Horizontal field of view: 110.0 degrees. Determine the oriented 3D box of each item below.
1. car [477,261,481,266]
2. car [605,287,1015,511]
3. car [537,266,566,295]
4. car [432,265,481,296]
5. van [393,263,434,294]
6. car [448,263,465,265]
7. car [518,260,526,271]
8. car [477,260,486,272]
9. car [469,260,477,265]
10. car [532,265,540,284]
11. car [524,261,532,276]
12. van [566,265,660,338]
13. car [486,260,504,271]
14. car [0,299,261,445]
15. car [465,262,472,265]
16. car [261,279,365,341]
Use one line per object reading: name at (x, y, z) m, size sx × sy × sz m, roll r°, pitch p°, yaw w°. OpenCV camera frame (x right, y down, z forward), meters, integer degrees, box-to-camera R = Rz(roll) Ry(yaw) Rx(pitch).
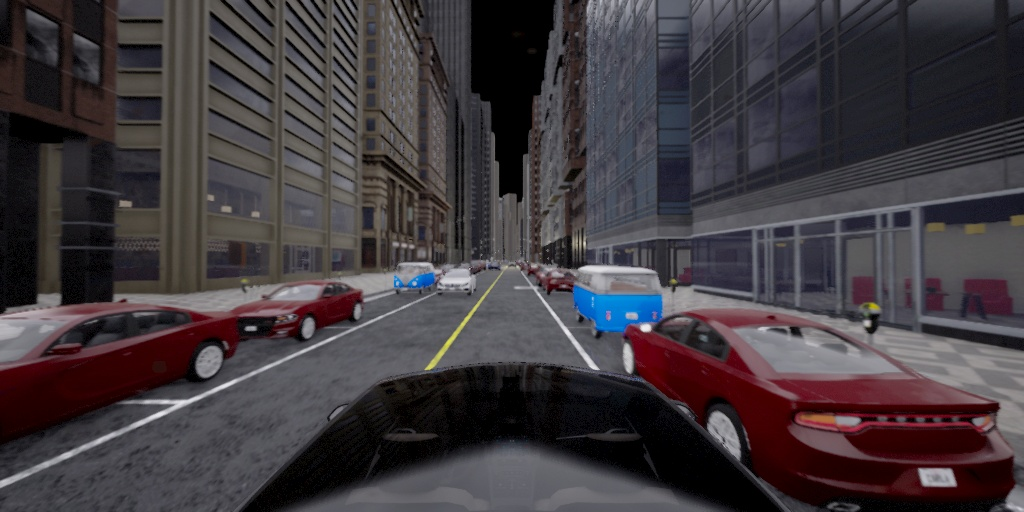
car at (-5.740, 1.779, 49.363) m, size 1.948 × 1.339 × 4.313 m, roll 0°, pitch 0°, yaw 0°
car at (2.765, 1.322, 4.555) m, size 1.888 × 1.381 × 4.507 m, roll 0°, pitch 0°, yaw 0°
car at (2.772, 1.485, 21.362) m, size 1.888 × 1.381 × 4.507 m, roll 0°, pitch 0°, yaw 0°
car at (-3.090, 1.462, 20.909) m, size 1.812 × 1.442 × 4.674 m, roll 0°, pitch -1°, yaw 0°
van at (-5.753, 1.282, 21.356) m, size 1.690 × 1.789 × 3.998 m, roll 0°, pitch 0°, yaw 0°
car at (-5.748, 1.490, 32.559) m, size 1.967 × 1.591 × 4.097 m, roll 0°, pitch 0°, yaw 0°
car at (2.378, 1.847, 60.432) m, size 1.812 × 1.442 × 4.674 m, roll 0°, pitch -1°, yaw 0°
car at (-5.738, 1.583, 54.964) m, size 2.192 × 1.841 × 5.009 m, roll 0°, pitch 0°, yaw 0°
car at (-5.743, 1.598, 43.761) m, size 1.967 × 1.591 × 4.097 m, roll 0°, pitch 0°, yaw 0°
car at (2.775, 1.434, 26.963) m, size 1.967 × 1.591 × 4.097 m, roll 0°, pitch 0°, yaw 0°
car at (2.783, 1.703, 43.769) m, size 1.888 × 1.381 × 4.507 m, roll 0°, pitch 0°, yaw 0°
van at (2.767, 1.172, 10.157) m, size 1.690 × 1.789 × 3.998 m, roll 0°, pitch 0°, yaw 0°
car at (-3.007, 1.691, 62.182) m, size 2.097 × 1.767 × 4.553 m, roll 0°, pitch -1°, yaw 1°
car at (-5.760, 1.323, 4.550) m, size 1.888 × 1.381 × 4.507 m, roll 0°, pitch 0°, yaw 0°
car at (-5.745, 1.670, 38.160) m, size 1.948 × 1.339 × 4.313 m, roll 0°, pitch 0°, yaw 0°
car at (-5.758, 1.378, 10.153) m, size 1.888 × 1.381 × 4.507 m, roll 0°, pitch 0°, yaw 0°
